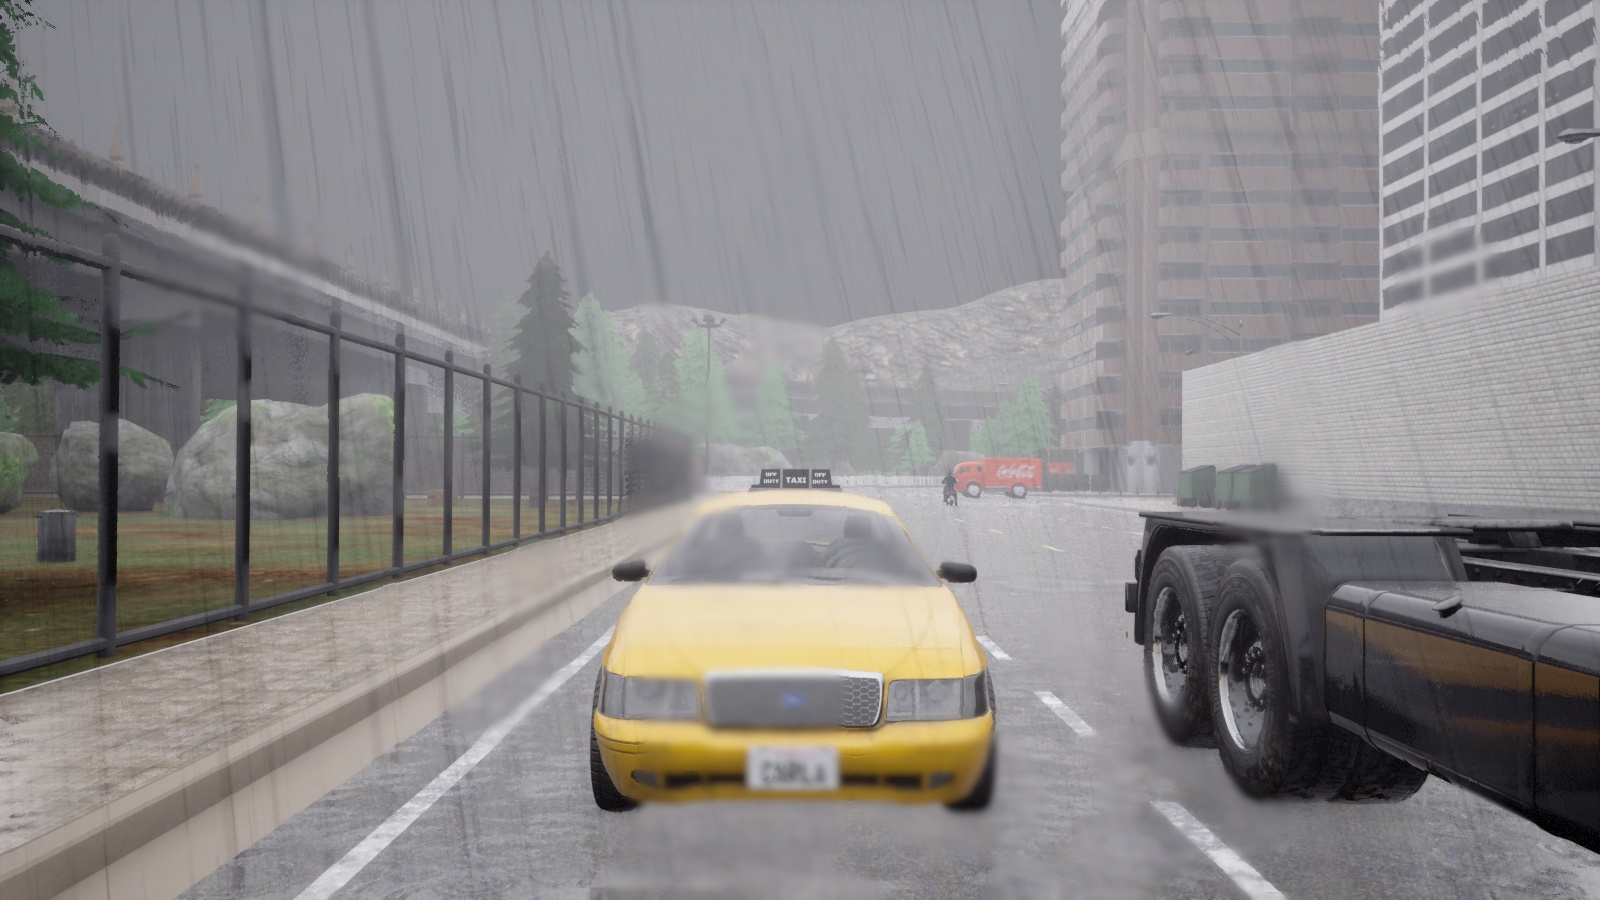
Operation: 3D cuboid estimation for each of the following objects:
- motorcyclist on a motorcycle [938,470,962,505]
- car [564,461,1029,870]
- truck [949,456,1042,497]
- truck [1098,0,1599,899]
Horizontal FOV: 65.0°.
[{"bbox_3d":[6.835,1.700,57.291,0.866,1.590,1.817,0,-1,0],"label":"motorcyclist on a motorcycle"},{"bbox_3d":[-0.022,0.880,7.560,1.801,1.575,5.366,0,-1,0],"label":"car"},{"bbox_3d":[11.699,1.592,75.566,5.204,2.467,2.627,0,-1,0],"label":"truck"},{"bbox_3d":[3.483,-0.105,4.529,2.891,3.462,7.936,0,-1,0],"label":"truck"}]
